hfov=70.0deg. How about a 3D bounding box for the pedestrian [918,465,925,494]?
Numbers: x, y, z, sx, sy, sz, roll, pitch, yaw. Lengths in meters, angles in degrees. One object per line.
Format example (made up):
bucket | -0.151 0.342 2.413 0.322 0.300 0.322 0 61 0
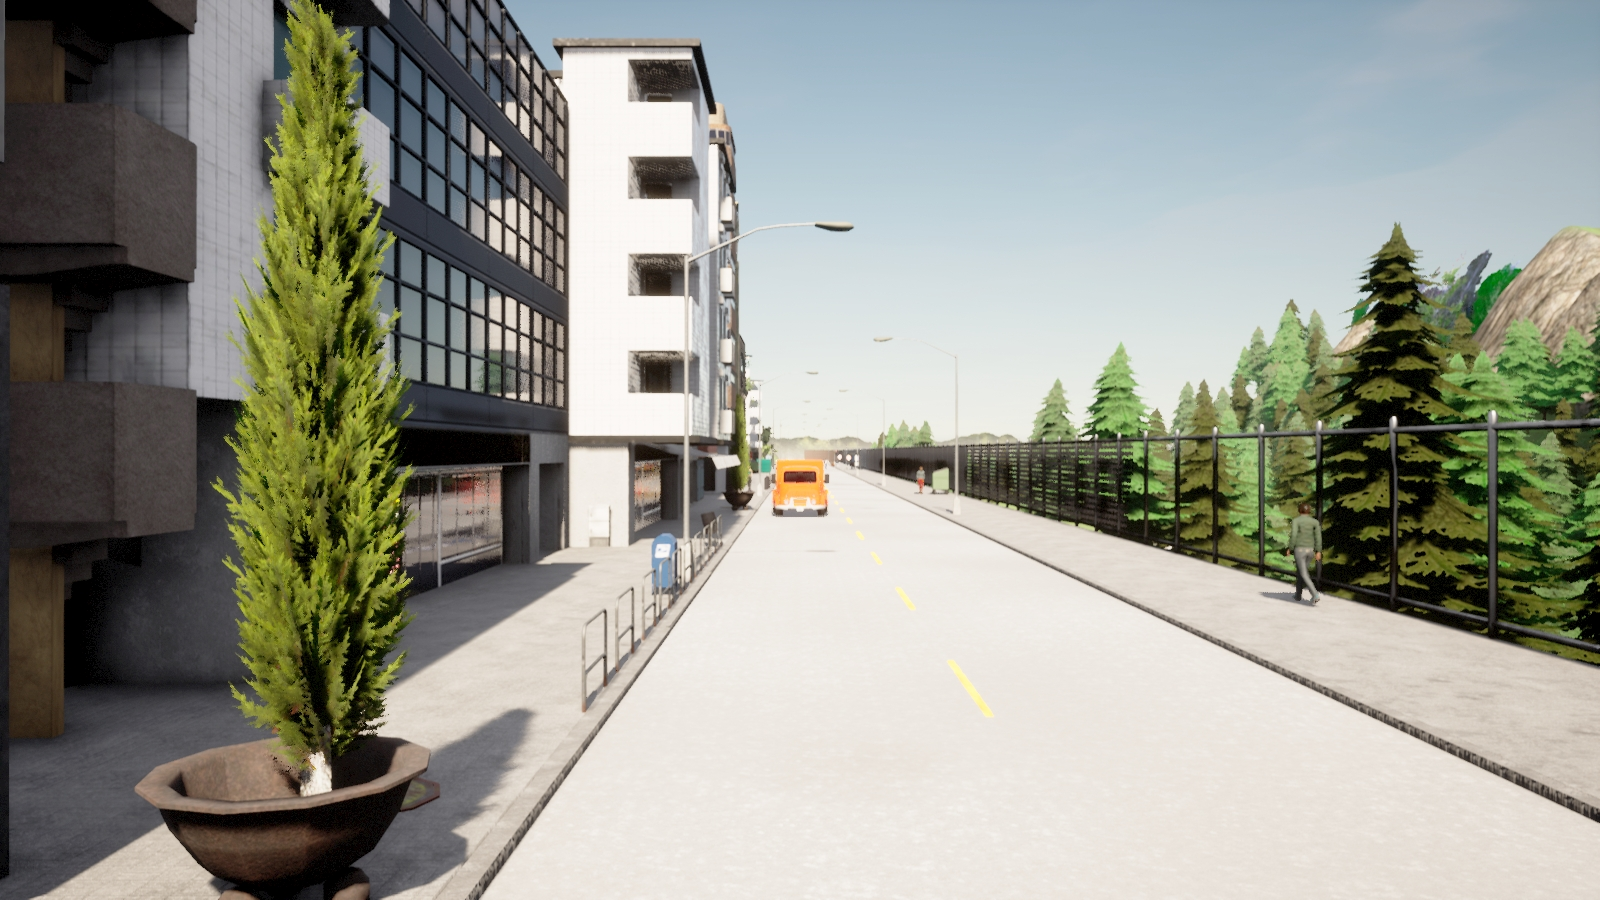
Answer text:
pedestrian | 7.666 1.865 72.247 0.375 1.860 0.375 0 0 0

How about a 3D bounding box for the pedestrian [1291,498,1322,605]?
pedestrian | 8.951 1.781 20.189 0.375 1.860 0.375 0 0 -3

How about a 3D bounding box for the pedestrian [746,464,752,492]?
pedestrian | -3.413 1.872 76.680 0.375 1.860 0.375 0 0 0

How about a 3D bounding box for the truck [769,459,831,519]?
truck | 0.001 1.653 50.581 2.627 2.467 5.204 0 0 0
